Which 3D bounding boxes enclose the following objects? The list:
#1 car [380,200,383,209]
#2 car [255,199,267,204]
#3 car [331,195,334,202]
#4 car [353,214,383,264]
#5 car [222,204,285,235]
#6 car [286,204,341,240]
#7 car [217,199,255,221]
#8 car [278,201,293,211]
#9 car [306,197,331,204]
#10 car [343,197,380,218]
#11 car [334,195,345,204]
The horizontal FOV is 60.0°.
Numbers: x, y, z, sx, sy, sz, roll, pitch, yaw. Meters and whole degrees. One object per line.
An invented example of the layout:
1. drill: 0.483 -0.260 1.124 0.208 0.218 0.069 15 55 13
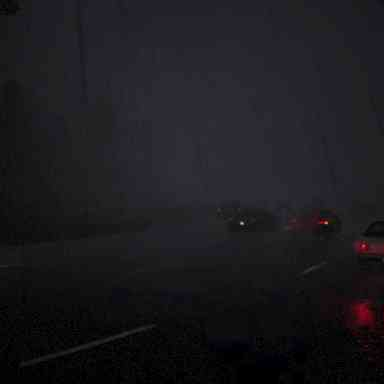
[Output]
1. car: 25.155 1.625 45.928 1.812 1.442 4.674 0 0 17
2. car: 9.163 1.644 45.328 1.882 1.535 5.008 0 0 17
3. car: 34.226 1.548 80.035 2.097 1.767 4.553 0 0 17
4. car: 6.897 1.623 11.089 1.895 1.301 4.718 0 0 38
5. car: 3.689 1.638 19.419 1.994 1.385 4.181 0 0 31
6. car: 6.554 1.578 17.348 1.812 1.442 4.674 0 0 31
7. car: 3.578 1.465 27.678 2.097 1.767 4.553 0 0 20
8. car: 11.094 1.733 39.620 1.895 1.301 4.718 0 0 17
9. car: 14.044 1.461 37.405 2.097 1.767 4.553 0 0 17
10. car: 15.796 1.551 31.251 1.882 1.535 5.008 0 0 18
11. car: 30.012 1.603 66.150 1.895 1.301 4.718 0 0 17
